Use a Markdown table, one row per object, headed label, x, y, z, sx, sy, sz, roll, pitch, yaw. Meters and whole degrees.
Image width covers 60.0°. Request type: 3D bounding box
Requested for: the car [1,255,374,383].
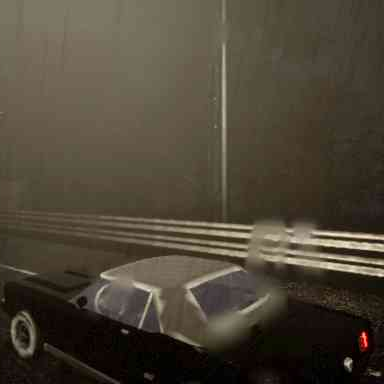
| label | x | y | z | sx | sy | sz | roll | pitch | yaw |
| --- | --- | --- | --- | --- | --- | --- | --- | --- | --- |
| car | -0.498 | 1.511 | 4.202 | 4.718 | 1.301 | 1.895 | 0 | 0 | 38 |
